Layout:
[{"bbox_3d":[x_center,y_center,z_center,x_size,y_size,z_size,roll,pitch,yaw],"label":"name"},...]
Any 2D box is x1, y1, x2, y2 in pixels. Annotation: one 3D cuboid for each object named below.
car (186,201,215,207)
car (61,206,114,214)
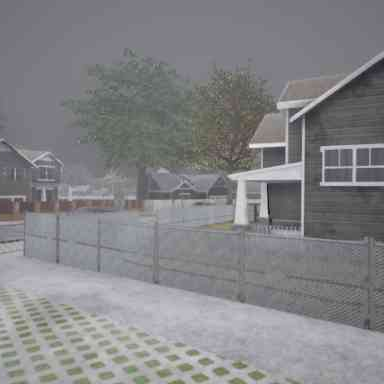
[{"bbox_3d":[1.161,1.942,42.719,1.882,1.535,5.008,1,0,37],"label":"car"},{"bbox_3d":[-8.506,1.836,26.936,1.895,1.301,4.718,1,0,27],"label":"car"}]
